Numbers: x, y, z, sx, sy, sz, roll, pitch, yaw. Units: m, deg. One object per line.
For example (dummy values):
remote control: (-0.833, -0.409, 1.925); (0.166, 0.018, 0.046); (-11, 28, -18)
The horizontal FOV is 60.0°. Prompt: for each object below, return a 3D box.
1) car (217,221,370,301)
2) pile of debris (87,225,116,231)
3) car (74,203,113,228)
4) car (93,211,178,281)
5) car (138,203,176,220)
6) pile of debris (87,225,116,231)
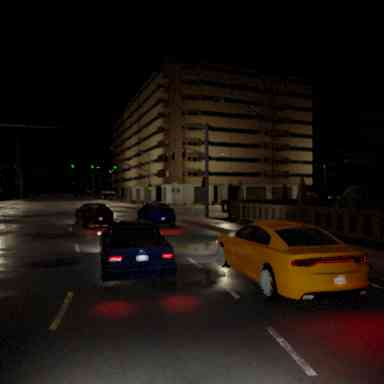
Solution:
car: (2.131, 1.463, 8.468); (1.882, 1.535, 5.008); (0, 0, -13)
pile of debris: (-5.522, 2.166, 20.285); (1.500, 0.140, 1.860); (0, 0, -22)
car: (-6.735, 1.468, 22.552); (1.882, 1.535, 5.008); (0, 0, -28)
car: (-1.797, 1.541, 9.929); (2.033, 1.411, 5.357); (0, 0, -16)
car: (-2.495, 1.459, 22.581); (1.882, 1.535, 5.008); (0, 0, -18)
pile of debris: (-5.522, 2.166, 20.285); (1.500, 0.140, 1.860); (0, 0, -22)
